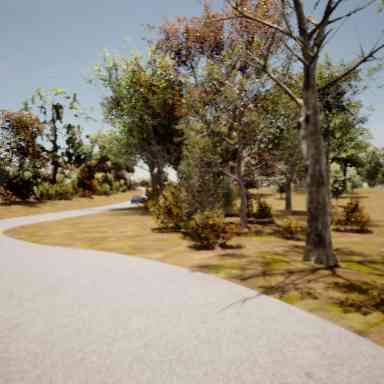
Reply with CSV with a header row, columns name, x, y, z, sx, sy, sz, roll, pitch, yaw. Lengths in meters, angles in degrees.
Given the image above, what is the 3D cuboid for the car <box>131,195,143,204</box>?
name,x,y,z,sx,sy,sz,roll,pitch,yaw
car,-10.355,1.317,64.160,2.097,1.767,4.553,-2,1,3
